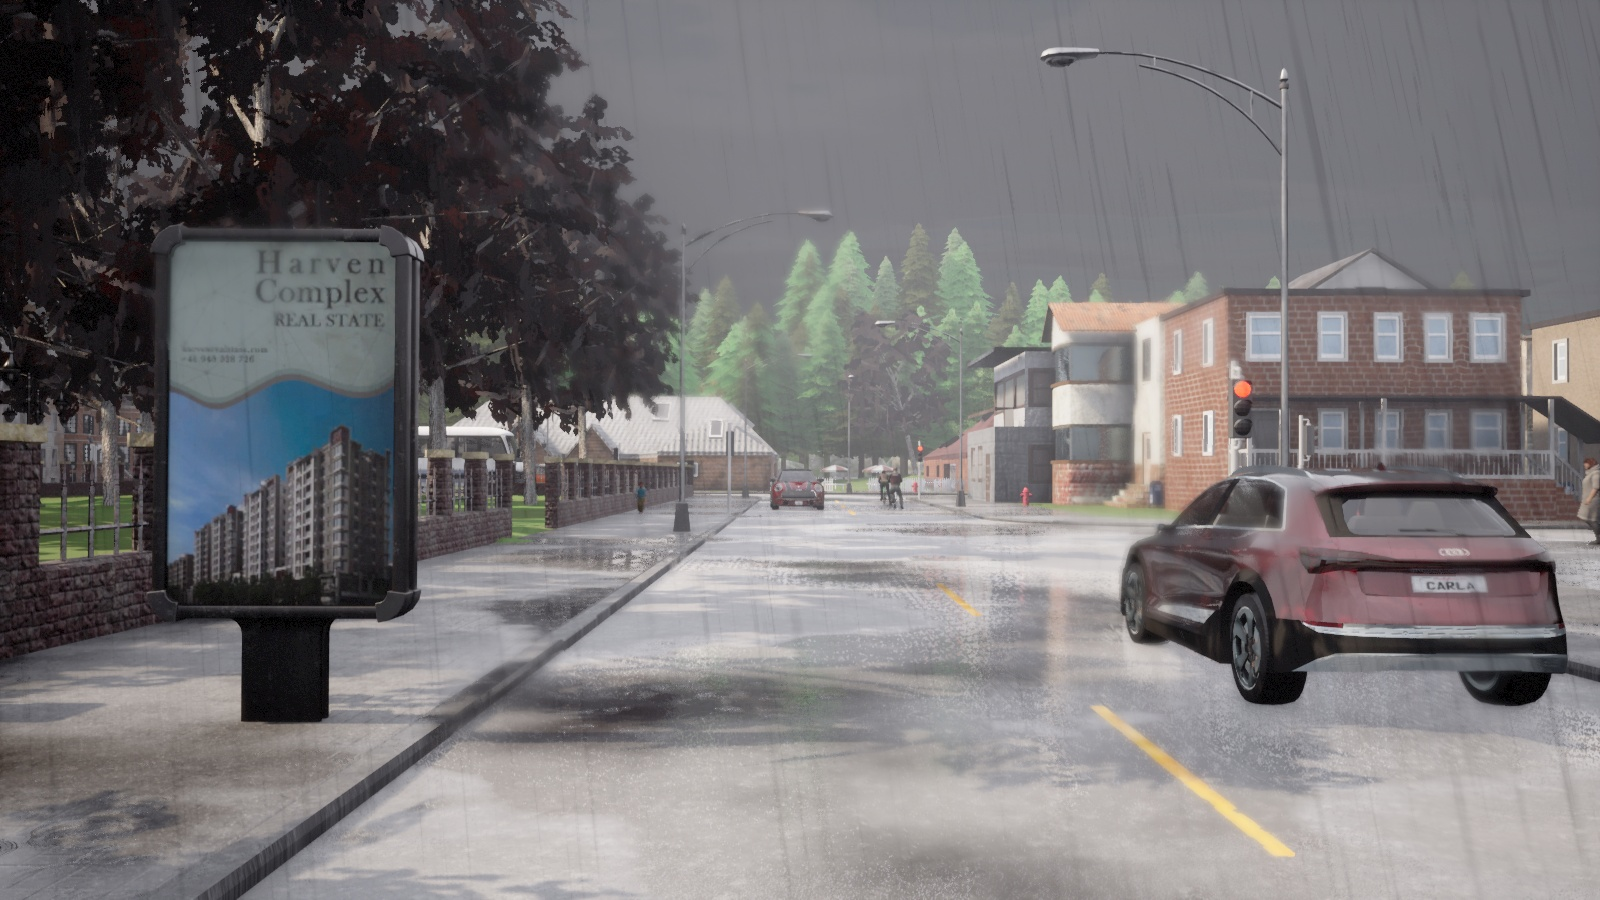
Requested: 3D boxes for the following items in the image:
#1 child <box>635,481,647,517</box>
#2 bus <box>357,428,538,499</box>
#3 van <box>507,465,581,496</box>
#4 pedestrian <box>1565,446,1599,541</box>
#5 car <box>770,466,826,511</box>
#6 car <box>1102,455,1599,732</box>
[{"bbox_3d":[-5.318,1.632,42.083,0.343,1.192,0.448,0,-1,0],"label":"child"},{"bbox_3d":[-21.913,0.845,78.646,10.273,4.253,3.944,0,-1,-1],"label":"bus"},{"bbox_3d":[-16.812,2.021,82.601,4.442,1.987,1.775,0,-1,3],"label":"van"},{"bbox_3d":[16.420,0.895,26.024,0.873,1.952,0.659,-1,-1,24],"label":"pedestrian"},{"bbox_3d":[-0.128,1.539,51.574,2.097,1.767,4.553,0,-1,-3],"label":"car"},{"bbox_3d":[3.990,0.896,9.939,2.033,1.649,4.856,0,-1,0],"label":"car"}]
